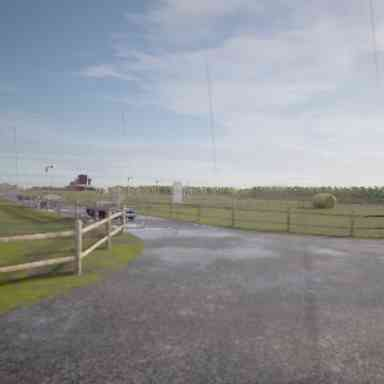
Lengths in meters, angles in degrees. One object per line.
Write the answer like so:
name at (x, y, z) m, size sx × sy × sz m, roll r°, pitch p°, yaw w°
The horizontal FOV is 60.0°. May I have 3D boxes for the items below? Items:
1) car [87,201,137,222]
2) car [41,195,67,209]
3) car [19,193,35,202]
car at (-5.714, 1.348, 23.432) m, size 1.895 × 1.301 × 4.718 m, roll 2°, pitch 0°, yaw -38°
car at (-14.907, 1.015, 35.868) m, size 1.812 × 1.442 × 4.674 m, roll 2°, pitch 0°, yaw -35°
car at (-25.673, 0.809, 51.688) m, size 1.895 × 1.301 × 4.718 m, roll 2°, pitch 0°, yaw -33°
